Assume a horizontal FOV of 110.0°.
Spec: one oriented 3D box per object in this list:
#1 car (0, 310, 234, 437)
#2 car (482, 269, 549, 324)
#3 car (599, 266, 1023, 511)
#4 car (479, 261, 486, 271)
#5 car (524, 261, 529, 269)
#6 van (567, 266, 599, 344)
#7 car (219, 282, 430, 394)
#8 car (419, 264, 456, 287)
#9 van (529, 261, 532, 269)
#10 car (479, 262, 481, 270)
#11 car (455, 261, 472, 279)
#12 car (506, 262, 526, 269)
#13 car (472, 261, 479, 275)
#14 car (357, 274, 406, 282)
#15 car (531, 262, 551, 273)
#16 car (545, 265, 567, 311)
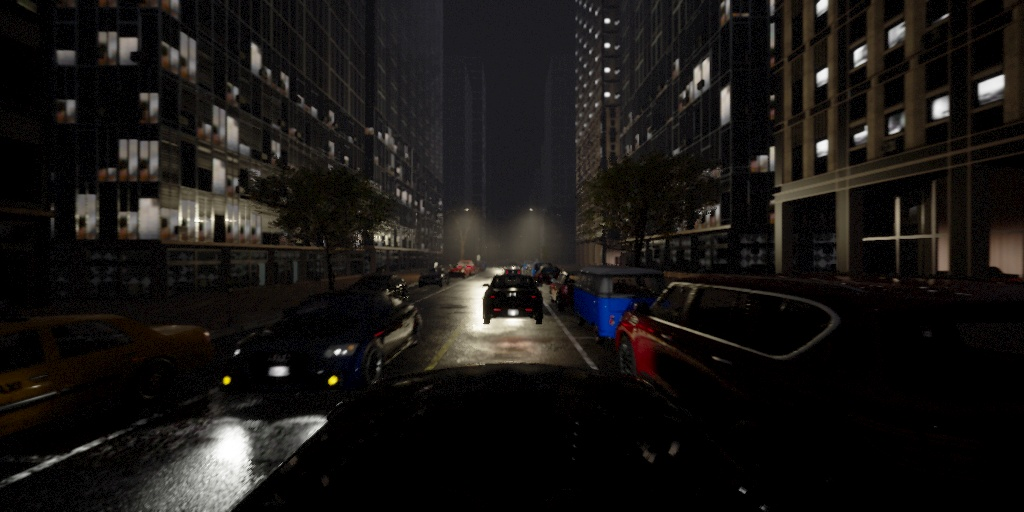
[{"bbox_3d":[-5.690,1.298,3.727,1.751,1.417,4.829,0,0,0],"label":"car"},{"bbox_3d":[0.023,1.365,12.450,1.837,1.490,4.892,0,-1,0],"label":"car"},{"bbox_3d":[2.690,1.087,3.895,2.192,1.841,5.009,0,0,0],"label":"car"},{"bbox_3d":[-5.673,1.933,60.732,1.802,1.307,4.207,0,0,0],"label":"car"},{"bbox_3d":[2.704,1.787,49.362,2.007,1.370,4.403,0,0,0],"label":"car"},{"bbox_3d":[2.692,1.172,9.578,1.690,1.789,3.998,0,0,0],"label":"van"},{"bbox_3d":[-3.096,1.366,6.756,1.994,1.385,4.181,0,-1,0],"label":"car"},{"bbox_3d":[-5.684,1.556,26.631,2.007,1.370,4.403,0,0,0],"label":"car"},{"bbox_3d":[2.699,1.404,32.311,1.690,1.789,3.998,0,0,0],"label":"van"},{"bbox_3d":[-5.677,1.818,49.364,1.802,1.307,4.207,0,0,0],"label":"car"},{"bbox_3d":[-5.680,1.561,37.998,1.967,1.591,4.097,0,0,0],"label":"car"},{"bbox_3d":[0.112,1.672,38.293,2.033,1.411,5.357,0,-1,0],"label":"car"},{"bbox_3d":[-5.678,1.493,43.681,2.192,1.841,5.009,0,0,0],"label":"car"},{"bbox_3d":[-5.687,1.455,15.264,1.948,1.339,4.313,0,0,0],"label":"car"},{"bbox_3d":[2.697,1.445,26.628,1.967,1.591,4.097,0,0,0],"label":"car"},{"bbox_3d":[2.694,1.329,15.262,1.967,1.591,4.097,0,0,0],"label":"car"}]
